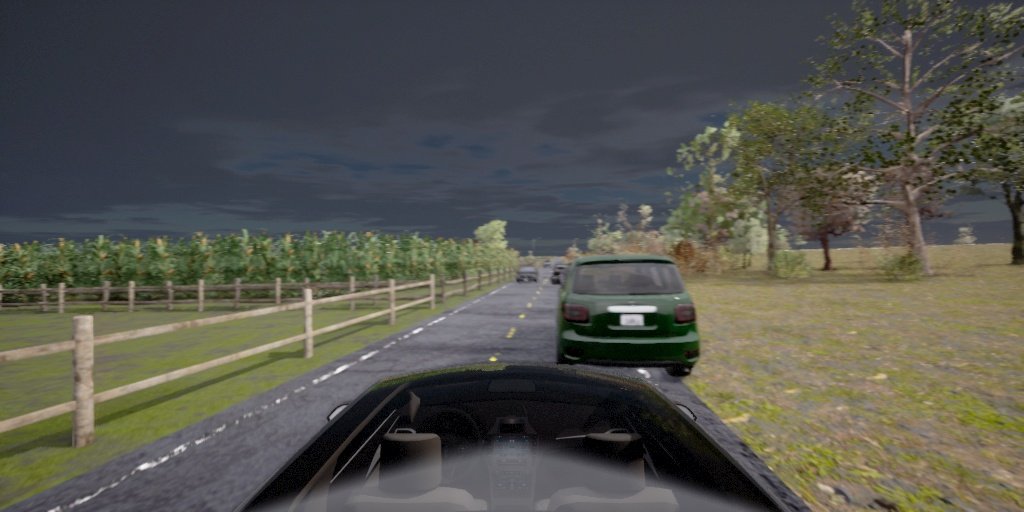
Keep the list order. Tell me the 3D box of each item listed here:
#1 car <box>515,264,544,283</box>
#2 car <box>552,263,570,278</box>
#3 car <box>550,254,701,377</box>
[{"bbox_3d":[1.480,1.635,32.177,2.033,1.411,5.357,-1,-1,8],"label":"car"},{"bbox_3d":[5.527,1.606,40.225,1.837,1.490,4.892,-1,-1,8],"label":"car"},{"bbox_3d":[2.031,1.010,7.654,2.150,2.045,5.566,-1,-1,8],"label":"car"}]
